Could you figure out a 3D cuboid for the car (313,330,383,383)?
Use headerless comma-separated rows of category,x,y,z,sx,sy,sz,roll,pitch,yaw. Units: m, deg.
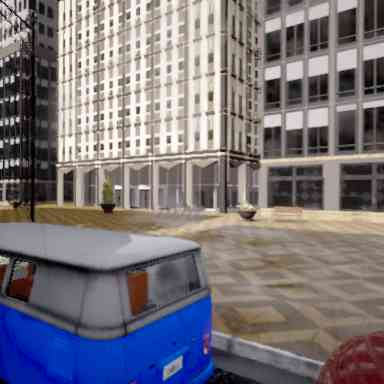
car,2.820,1.318,0.857,5.009,1.841,2.192,0,0,35

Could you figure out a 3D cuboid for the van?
van,-1.679,1.337,4.065,3.998,1.788,1.690,0,0,35
